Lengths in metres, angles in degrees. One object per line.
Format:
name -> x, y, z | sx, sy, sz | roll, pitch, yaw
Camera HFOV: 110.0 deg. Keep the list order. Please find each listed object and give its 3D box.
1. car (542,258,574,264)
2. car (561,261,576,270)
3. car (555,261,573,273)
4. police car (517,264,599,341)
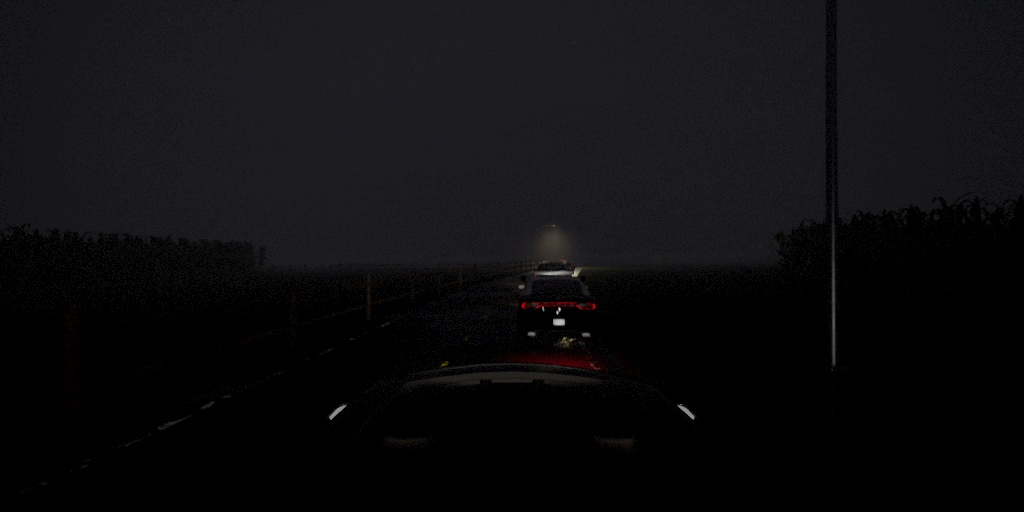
car -> 2.241, 1.152, 19.809 | 2.097, 1.767, 4.553 | 0, 0, 8
car -> 8.814, 1.481, 55.605 | 1.895, 1.301, 4.718 | 0, 0, 12
car -> 6.683, 1.424, 45.754 | 1.994, 1.385, 4.181 | 0, 0, 13
police car -> 1.188, 1.202, 10.158 | 1.930, 1.638, 5.238 | 0, 0, 4
